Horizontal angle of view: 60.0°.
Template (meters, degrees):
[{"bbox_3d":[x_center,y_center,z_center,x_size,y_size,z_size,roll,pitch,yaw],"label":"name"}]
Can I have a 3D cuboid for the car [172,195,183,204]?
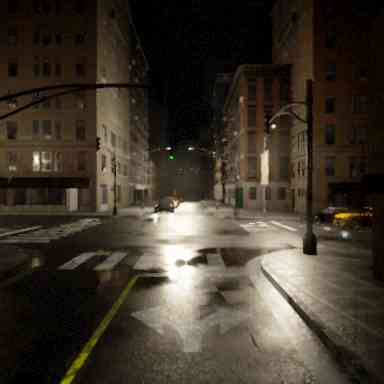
[{"bbox_3d":[-2.921,1.486,67.267,2.097,1.767,4.553,0,0,0],"label":"car"}]

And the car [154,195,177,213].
[{"bbox_3d":[-3.052,1.430,37.407,2.097,1.767,4.553,0,0,-1],"label":"car"}]

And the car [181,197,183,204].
[{"bbox_3d":[-3.000,1.714,57.077,1.895,1.301,4.718,0,0,1],"label":"car"}]

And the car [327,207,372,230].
[{"bbox_3d":[12.323,1.751,22.809,5.008,1.535,1.882,1,0,0],"label":"car"}]

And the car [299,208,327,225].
[{"bbox_3d":[10.975,1.860,26.063,4.718,1.301,1.895,1,0,0],"label":"car"}]

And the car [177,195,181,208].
[{"bbox_3d":[-3.063,1.447,47.048,2.097,1.767,4.553,0,0,0],"label":"car"}]
